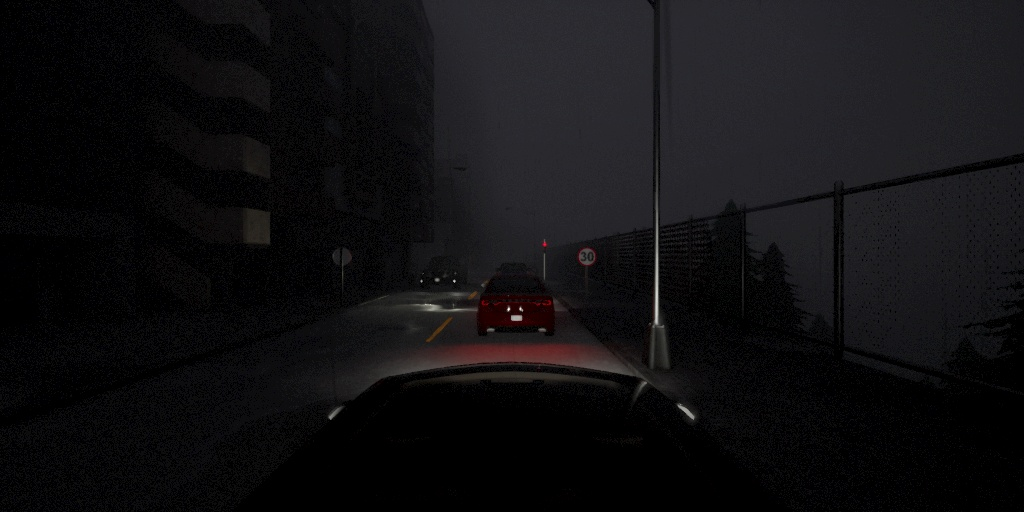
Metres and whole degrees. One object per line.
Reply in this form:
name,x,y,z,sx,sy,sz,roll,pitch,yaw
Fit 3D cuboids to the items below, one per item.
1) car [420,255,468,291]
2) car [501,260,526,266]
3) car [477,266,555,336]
car,-4.080,0.974,22.403,2.150,2.045,5.566,0,0,0
car,0.086,1.102,20.806,2.097,1.767,4.553,0,0,0
car,0.092,1.228,10.436,1.882,1.535,5.008,0,0,0
